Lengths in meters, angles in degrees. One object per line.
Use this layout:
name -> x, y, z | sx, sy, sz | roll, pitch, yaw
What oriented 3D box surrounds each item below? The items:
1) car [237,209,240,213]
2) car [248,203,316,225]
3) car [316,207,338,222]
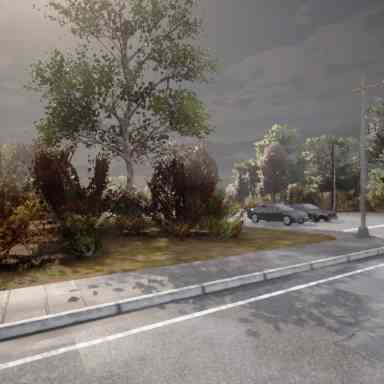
car -> 2.368, 1.466, 34.912 | 2.150, 2.045, 5.566 | 0, -1, -43
car -> 6.342, 1.594, 24.846 | 1.837, 1.490, 4.892 | 0, -1, -39
car -> 9.000, 1.638, 27.173 | 2.033, 1.411, 5.357 | 0, -1, -39
